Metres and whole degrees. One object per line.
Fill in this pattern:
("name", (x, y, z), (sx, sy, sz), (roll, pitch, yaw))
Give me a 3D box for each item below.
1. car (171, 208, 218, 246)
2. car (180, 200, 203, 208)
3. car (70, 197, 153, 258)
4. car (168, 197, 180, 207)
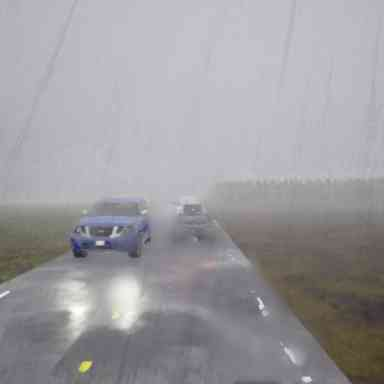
("car", (0.093, 1.611, 15.376), (1.895, 1.301, 4.718), (0, 0, 0))
("car", (0.085, 1.514, 33.642), (1.882, 1.535, 5.008), (0, 0, 0))
("car", (-2.856, 1.229, 13.076), (2.150, 2.045, 5.566), (0, 0, 0))
("car", (-2.842, 1.578, 53.777), (1.837, 1.490, 4.892), (0, 0, 0))
